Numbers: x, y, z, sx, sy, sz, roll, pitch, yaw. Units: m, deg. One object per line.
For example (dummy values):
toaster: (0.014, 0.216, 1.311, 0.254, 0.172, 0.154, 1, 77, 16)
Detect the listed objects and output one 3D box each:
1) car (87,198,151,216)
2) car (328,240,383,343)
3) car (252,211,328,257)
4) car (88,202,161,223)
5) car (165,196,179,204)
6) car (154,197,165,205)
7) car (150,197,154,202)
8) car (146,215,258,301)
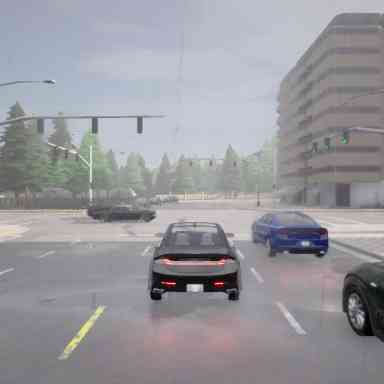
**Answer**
car: (-6.316, 1.499, 28.225, 5.008, 1.535, 1.882, 0, 0, 0)
car: (3.600, 1.352, 3.829, 2.097, 1.767, 4.553, 0, 0, 0)
car: (3.586, 1.478, 12.980, 1.882, 1.535, 5.008, 0, 0, 0)
car: (-4.935, 1.612, 24.732, 4.718, 1.301, 1.895, 0, 0, 0)
car: (-4.216, 1.505, 66.285, 1.837, 1.490, 4.892, 0, 0, 20)
car: (-6.361, 1.525, 56.316, 1.812, 1.442, 4.674, 0, 0, 8)
car: (-6.979, 1.525, 46.413, 1.812, 1.442, 4.674, 0, 0, 2)
car: (0.068, 1.492, 8.335, 2.128, 1.511, 4.902, 0, 0, 0)
